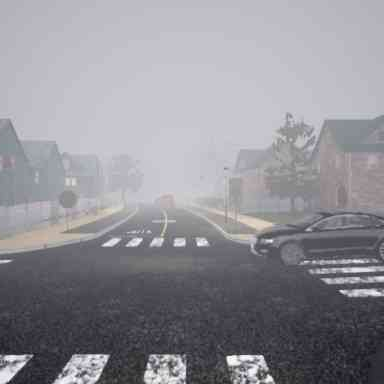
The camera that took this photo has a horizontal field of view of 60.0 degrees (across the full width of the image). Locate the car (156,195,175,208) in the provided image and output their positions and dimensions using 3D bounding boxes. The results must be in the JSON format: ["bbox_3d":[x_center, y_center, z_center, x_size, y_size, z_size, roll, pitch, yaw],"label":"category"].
[{"bbox_3d":[-4.161,1.490,54.388,2.150,2.045,5.566,0,-1,-10],"label":"car"}]

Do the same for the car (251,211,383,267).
[{"bbox_3d":[4.377,1.379,10.595,4.902,1.511,2.128,-2,0,0],"label":"car"}]

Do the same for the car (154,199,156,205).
[{"bbox_3d":[-6.287,1.870,64.727,1.882,1.535,5.008,0,-1,-14],"label":"car"}]
